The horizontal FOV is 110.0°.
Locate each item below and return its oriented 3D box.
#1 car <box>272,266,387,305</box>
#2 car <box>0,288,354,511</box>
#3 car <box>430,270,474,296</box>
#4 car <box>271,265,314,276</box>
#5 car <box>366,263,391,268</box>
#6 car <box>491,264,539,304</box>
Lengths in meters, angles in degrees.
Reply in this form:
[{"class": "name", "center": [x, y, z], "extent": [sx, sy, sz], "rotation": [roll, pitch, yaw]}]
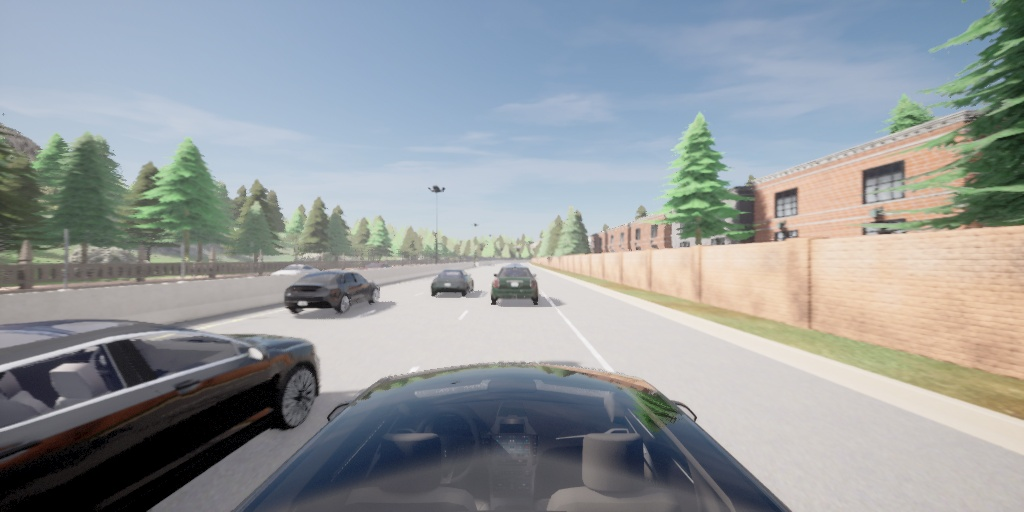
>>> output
[{"class": "car", "center": [-6.850, 1.330, 14.186], "extent": [1.837, 1.490, 4.892], "rotation": [0, 0, 0]}, {"class": "car", "center": [-3.364, 1.234, 2.711], "extent": [2.128, 1.511, 4.902], "rotation": [0, 0, 0]}, {"class": "car", "center": [-3.323, 1.462, 20.587], "extent": [1.994, 1.385, 4.181], "rotation": [0, 0, 0]}, {"class": "car", "center": [-17.462, 1.430, 29.146], "extent": [1.812, 1.442, 4.674], "rotation": [0, -1, 0]}, {"class": "car", "center": [-13.916, 1.464, 36.577], "extent": [1.882, 1.535, 5.008], "rotation": [0, -1, 1]}, {"class": "car", "center": [0.137, 1.239, 17.326], "extent": [2.097, 1.767, 4.553], "rotation": [0, -1, 1]}]
